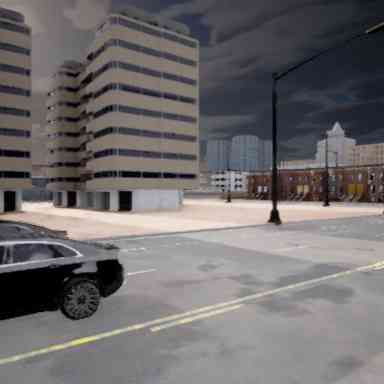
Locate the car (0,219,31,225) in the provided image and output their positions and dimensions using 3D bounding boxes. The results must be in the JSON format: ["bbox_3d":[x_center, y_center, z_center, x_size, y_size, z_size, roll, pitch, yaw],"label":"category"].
[{"bbox_3d":[-5.665,1.505,8.549,4.892,1.490,1.837,0,0,-35],"label":"car"}]

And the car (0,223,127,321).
[{"bbox_3d":[-3.576,1.492,5.740,4.902,1.511,2.128,0,0,-35],"label":"car"}]
